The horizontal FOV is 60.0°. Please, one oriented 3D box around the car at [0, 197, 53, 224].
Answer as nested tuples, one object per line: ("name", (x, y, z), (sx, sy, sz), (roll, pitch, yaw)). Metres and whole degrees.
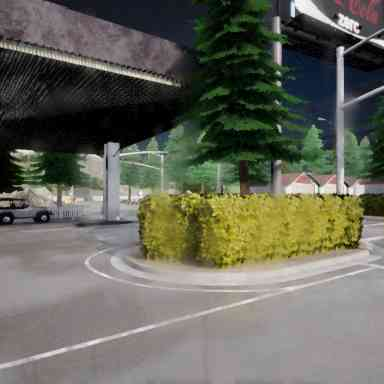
("car", (-12.022, 1.313, 23.442), (3.866, 1.878, 1.905), (0, 0, -36))
